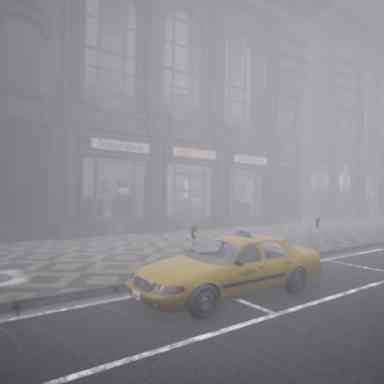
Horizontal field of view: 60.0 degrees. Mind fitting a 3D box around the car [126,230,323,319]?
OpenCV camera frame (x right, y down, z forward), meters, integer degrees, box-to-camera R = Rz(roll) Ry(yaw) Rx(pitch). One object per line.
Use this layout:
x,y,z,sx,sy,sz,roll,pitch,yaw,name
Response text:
0.957,1.572,7.436,4.829,1.417,1.752,1,0,-35,car
